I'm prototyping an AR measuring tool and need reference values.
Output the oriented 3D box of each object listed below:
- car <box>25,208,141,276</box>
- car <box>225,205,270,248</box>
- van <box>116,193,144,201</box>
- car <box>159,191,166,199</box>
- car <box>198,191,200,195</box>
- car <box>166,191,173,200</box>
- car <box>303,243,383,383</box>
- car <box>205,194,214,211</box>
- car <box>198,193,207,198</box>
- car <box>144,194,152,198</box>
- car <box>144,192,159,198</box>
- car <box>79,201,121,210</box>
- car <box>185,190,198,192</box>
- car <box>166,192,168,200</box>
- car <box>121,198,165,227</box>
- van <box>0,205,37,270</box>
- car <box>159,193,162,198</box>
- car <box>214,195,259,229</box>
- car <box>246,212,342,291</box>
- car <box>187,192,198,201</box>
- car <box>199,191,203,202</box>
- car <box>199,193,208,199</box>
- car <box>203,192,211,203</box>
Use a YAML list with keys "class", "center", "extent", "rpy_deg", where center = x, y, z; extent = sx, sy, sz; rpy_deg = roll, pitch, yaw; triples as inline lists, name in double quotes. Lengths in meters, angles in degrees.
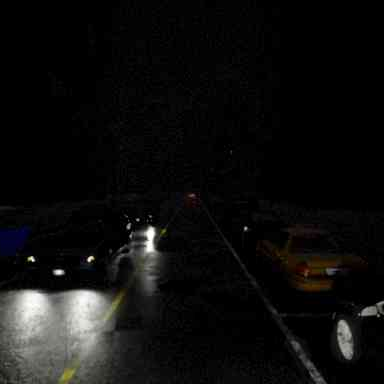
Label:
- class: "car"
  center: [-3.099, 1.467, 10.397]
  extent: [2.033, 1.411, 5.357]
  rpy_deg: [0, 0, 0]
- class: "car"
  center: [2.752, 1.442, 13.947]
  extent: [2.008, 1.369, 4.403]
  rpy_deg: [0, 0, 0]
- class: "van"
  center: [-5.786, 1.106, 30.473]
  extent: [1.690, 1.788, 3.998]
  rpy_deg: [0, 0, 0]
- class: "car"
  center: [-5.804, 0.912, 52.523]
  extent: [2.192, 1.841, 5.009]
  rpy_deg: [0, 0, 0]
- class: "car"
  center: [2.712, 0.828, 63.562]
  extent: [2.192, 1.841, 5.009]
  rpy_deg: [0, 0, 0]
- class: "car"
  center: [-5.817, 0.787, 69.060]
  extent: [2.192, 1.841, 5.009]
  rpy_deg: [0, 0, 0]
- class: "car"
  center: [2.761, 1.527, 2.922]
  extent: [2.008, 1.369, 4.403]
  rpy_deg: [0, 0, 0]
- class: "car"
  center: [2.734, 1.246, 36.169]
  extent: [1.752, 1.417, 4.829]
  rpy_deg: [0, 0, 0]
- class: "car"
  center: [2.694, 0.901, 85.616]
  extent: [2.008, 1.369, 4.403]
  rpy_deg: [0, 0, 0]
- class: "car"
  center: [-5.791, 1.267, 35.987]
  extent: [1.887, 1.381, 4.507]
  rpy_deg: [0, 0, 0]
- class: "car"
  center: [-5.795, 0.996, 41.498]
  extent: [2.192, 1.841, 5.009]
  rpy_deg: [0, 0, 0]
- class: "car"
  center: [-5.777, 1.415, 19.450]
  extent: [1.947, 1.339, 4.313]
  rpy_deg: [0, 0, 0]
- class: "car"
  center: [-0.061, 0.835, 75.288]
  extent: [1.882, 1.535, 5.008]
  rpy_deg: [0, 0, 0]
- class: "car"
  center: [-5.809, 1.121, 58.037]
  extent: [1.947, 1.339, 4.313]
  rpy_deg: [0, 0, 0]
- class: "car"
  center: [-3.092, 1.339, 21.530]
  extent: [1.837, 1.490, 4.892]
  rpy_deg: [0, 0, 0]
- class: "van"
  center: [-5.768, 1.276, 8.424]
  extent: [1.690, 1.788, 3.998]
  rpy_deg: [0, 0, 0]
- class: "car"
  center: [-5.800, 1.183, 47.012]
  extent: [1.887, 1.381, 4.507]
  rpy_deg: [0, 0, 0]
- class: "car"
  center: [2.748, 1.164, 19.458]
  extent: [2.192, 1.841, 5.009]
  rpy_deg: [0, 0, 0]
- class: "car"
  center: [2.757, 1.458, 8.604]
  extent: [1.752, 1.417, 4.829]
  rpy_deg: [0, 0, 0]
- class: "car"
  center: [-0.053, 1.103, 64.997]
  extent: [1.895, 1.301, 4.718]
  rpy_deg: [0, 0, 0]
- class: "car"
  center: [2.717, 0.994, 58.050]
  extent: [1.967, 1.590, 4.097]
  rpy_deg: [0, 0, 0]
- class: "car"
  center: [2.698, 0.956, 80.103]
  extent: [1.947, 1.339, 4.313]
  rpy_deg: [0, 0, 0]
- class: "car"
  center: [2.730, 1.120, 41.511]
  extent: [1.967, 1.590, 4.097]
  rpy_deg: [0, 0, 0]
